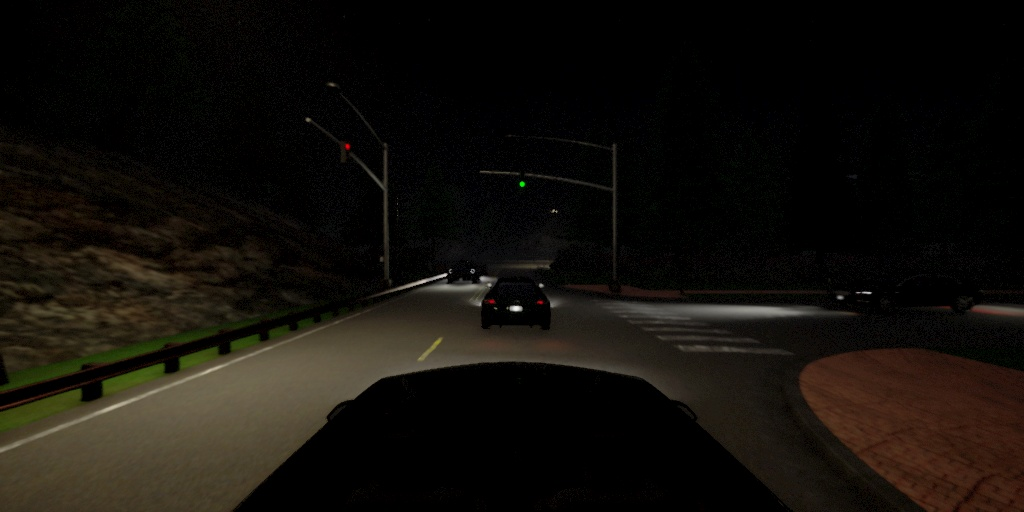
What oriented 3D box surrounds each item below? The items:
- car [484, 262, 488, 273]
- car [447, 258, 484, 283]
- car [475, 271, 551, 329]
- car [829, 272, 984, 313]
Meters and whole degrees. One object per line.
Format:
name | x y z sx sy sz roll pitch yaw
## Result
car | -3.559 1.311 37.559 1.895 1.301 4.718 0 0 0
car | -3.587 1.073 27.485 2.097 1.767 4.553 0 0 0
car | 0.110 1.358 11.477 1.994 1.385 4.181 1 0 0
car | 15.509 1.390 14.271 4.902 1.511 2.128 0 0 0
